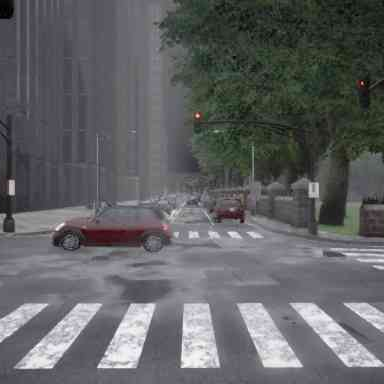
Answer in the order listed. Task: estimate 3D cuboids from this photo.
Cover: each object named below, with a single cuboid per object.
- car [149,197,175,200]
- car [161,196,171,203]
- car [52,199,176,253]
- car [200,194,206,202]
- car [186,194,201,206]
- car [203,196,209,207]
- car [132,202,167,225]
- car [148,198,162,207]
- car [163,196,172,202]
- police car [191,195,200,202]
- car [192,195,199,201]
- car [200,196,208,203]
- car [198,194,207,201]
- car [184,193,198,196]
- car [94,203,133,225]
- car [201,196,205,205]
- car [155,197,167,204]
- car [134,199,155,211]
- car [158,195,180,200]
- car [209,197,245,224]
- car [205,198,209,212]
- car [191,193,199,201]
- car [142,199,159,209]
[{"bbox_3d":[-3.121,1.547,35.247,1.812,1.442,4.674,0,0,0],"label":"car"},{"bbox_3d":[-5.836,1.612,74.204,1.887,1.381,4.507,0,0,0],"label":"car"},{"bbox_3d":[-3.015,1.329,13.144,4.553,1.767,2.097,1,0,0],"label":"car"},{"bbox_3d":[2.711,1.481,52.392,1.967,1.590,4.097,0,0,0],"label":"car"},{"bbox_3d":[0.045,1.570,55.252,1.812,1.442,4.674,0,0,0],"label":"car"},{"bbox_3d":[2.722,1.579,41.478,2.008,1.369,4.403,0,0,0],"label":"car"},{"bbox_3d":[-3.126,1.559,25.610,2.033,1.411,5.357,0,0,0],"label":"car"},{"bbox_3d":[-5.814,1.623,52.376,1.802,1.307,4.206,0,0,0],"label":"car"},{"bbox_3d":[-5.842,1.620,79.662,1.887,1.381,4.507,0,0,0],"label":"car"},{"bbox_3d":[0.825,1.495,75.873,1.930,1.638,5.238,0,0,0],"label":"police car"},{"bbox_3d":[0.814,1.592,85.763,1.837,1.490,4.892,0,0,0],"label":"car"},{"bbox_3d":[2.688,1.593,74.387,1.752,1.417,4.829,0,0,0],"label":"car"},{"bbox_3d":[2.677,1.400,85.131,2.192,1.841,5.009,0,0,0],"label":"car"},{"bbox_3d":[0.025,1.407,65.015,2.097,1.767,4.553,0,0,0],"label":"car"},{"bbox_3d":[-5.787,1.576,25.091,1.947,1.339,4.313,0,0,0],"label":"car"},{"bbox_3d":[2.716,1.585,46.935,2.008,1.369,4.403,0,0,0],"label":"car"},{"bbox_3d":[-5.825,1.635,63.291,1.802,1.307,4.206,0,0,0],"label":"car"},{"bbox_3d":[-5.803,1.579,41.462,2.008,1.369,4.403,0,0,0],"label":"car"},{"bbox_3d":[-3.135,1.524,45.514,2.128,1.511,4.902,0,0,0],"label":"car"},{"bbox_3d":[2.739,1.326,25.109,2.192,1.841,5.009,0,0,0],"label":"car"},{"bbox_3d":[2.727,1.588,36.022,1.947,1.339,4.313,0,0,0],"label":"car"},{"bbox_3d":[0.809,1.320,91.794,2.150,2.045,5.566,0,0,0],"label":"car"},{"bbox_3d":[-5.809,1.616,46.919,1.802,1.307,4.206,0,0,0],"label":"car"}]
